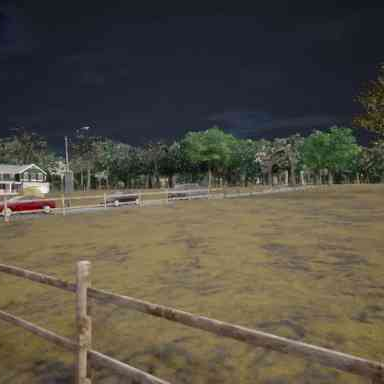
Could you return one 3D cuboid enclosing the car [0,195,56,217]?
[{"bbox_3d":[-13.192,1.028,25.910,1.882,1.535,5.008,-3,1,35],"label":"car"}]

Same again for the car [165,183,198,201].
[{"bbox_3d":[-1.089,-0.032,42.882,2.150,2.045,5.566,-3,1,36],"label":"car"}]

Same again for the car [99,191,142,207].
[{"bbox_3d":[-7.259,0.664,34.226,1.837,1.490,4.892,-3,1,36],"label":"car"}]

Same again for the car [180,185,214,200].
[{"bbox_3d":[0.894,0.229,40.585,1.994,1.385,4.181,-3,1,36],"label":"car"}]
